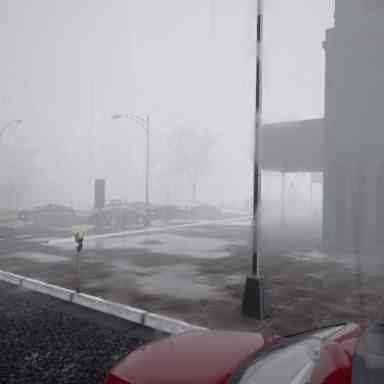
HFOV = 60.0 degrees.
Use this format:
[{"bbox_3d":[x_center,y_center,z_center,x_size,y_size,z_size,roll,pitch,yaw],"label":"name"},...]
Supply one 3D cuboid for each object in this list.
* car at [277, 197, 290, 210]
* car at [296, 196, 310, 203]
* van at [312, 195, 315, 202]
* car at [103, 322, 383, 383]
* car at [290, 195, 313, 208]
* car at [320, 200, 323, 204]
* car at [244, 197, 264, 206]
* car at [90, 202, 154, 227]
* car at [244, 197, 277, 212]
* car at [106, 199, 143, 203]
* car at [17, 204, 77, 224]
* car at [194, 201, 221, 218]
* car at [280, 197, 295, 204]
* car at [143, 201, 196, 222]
[{"bbox_3d":[11.747,1.717,47.017,1.967,1.590,4.097,1,0,36],"label":"car"},{"bbox_3d":[27.812,1.859,83.202,1.752,1.417,4.829,1,0,36],"label":"car"},{"bbox_3d":[31.196,1.703,87.816,1.690,1.788,3.998,1,0,36],"label":"van"},{"bbox_3d":[1.132,1.582,2.053,4.206,1.307,1.802,0,1,35],"label":"car"},{"bbox_3d":[18.267,1.770,56.001,1.967,1.590,4.097,1,0,36],"label":"car"},{"bbox_3d":[28.211,1.937,69.569,1.752,1.417,4.829,1,0,36],"label":"car"},{"bbox_3d":[11.406,1.723,60.816,1.752,1.417,4.829,1,0,36],"label":"car"},{"bbox_3d":[-5.185,1.693,23.784,2.008,1.369,4.403,1,0,36],"label":"car"},{"bbox_3d":[8.493,1.566,42.520,2.192,1.841,5.009,1,0,36],"label":"car"},{"bbox_3d":[-5.568,1.631,33.266,2.033,1.411,5.357,1,0,36],"label":"car"},{"bbox_3d":[-11.108,1.604,25.710,1.994,1.385,4.181,1,0,36],"label":"car"},{"bbox_3d":[1.294,1.776,32.626,1.802,1.307,4.206,1,0,36],"label":"car"},{"bbox_3d":[21.350,1.846,74.384,1.947,1.339,4.313,1,0,36],"label":"car"},{"bbox_3d":[-1.944,1.734,28.206,1.947,1.339,4.313,1,0,36],"label":"car"}]
